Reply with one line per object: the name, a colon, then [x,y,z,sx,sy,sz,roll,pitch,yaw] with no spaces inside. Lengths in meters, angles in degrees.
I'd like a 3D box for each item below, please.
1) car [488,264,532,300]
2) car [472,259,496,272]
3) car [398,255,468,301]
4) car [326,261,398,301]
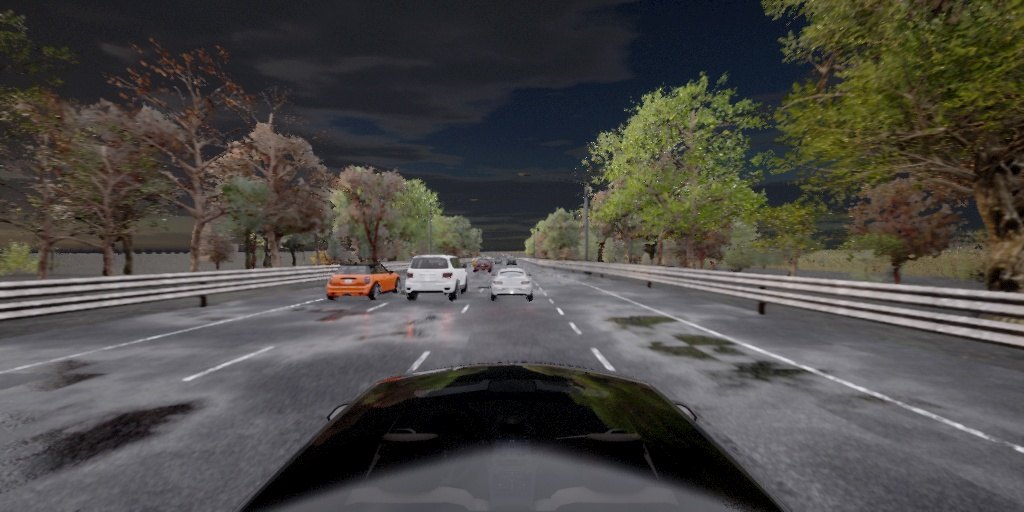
car: [-0.012,1.276,17.450,1.812,1.442,4.674,0,0,0]
car: [-3.532,1.110,45.126,2.097,1.767,4.553,0,0,0]
car: [-3.513,0.971,17.568,2.150,2.045,5.566,0,0,0]
car: [-7.011,1.101,17.491,2.097,1.767,4.553,0,0,0]
